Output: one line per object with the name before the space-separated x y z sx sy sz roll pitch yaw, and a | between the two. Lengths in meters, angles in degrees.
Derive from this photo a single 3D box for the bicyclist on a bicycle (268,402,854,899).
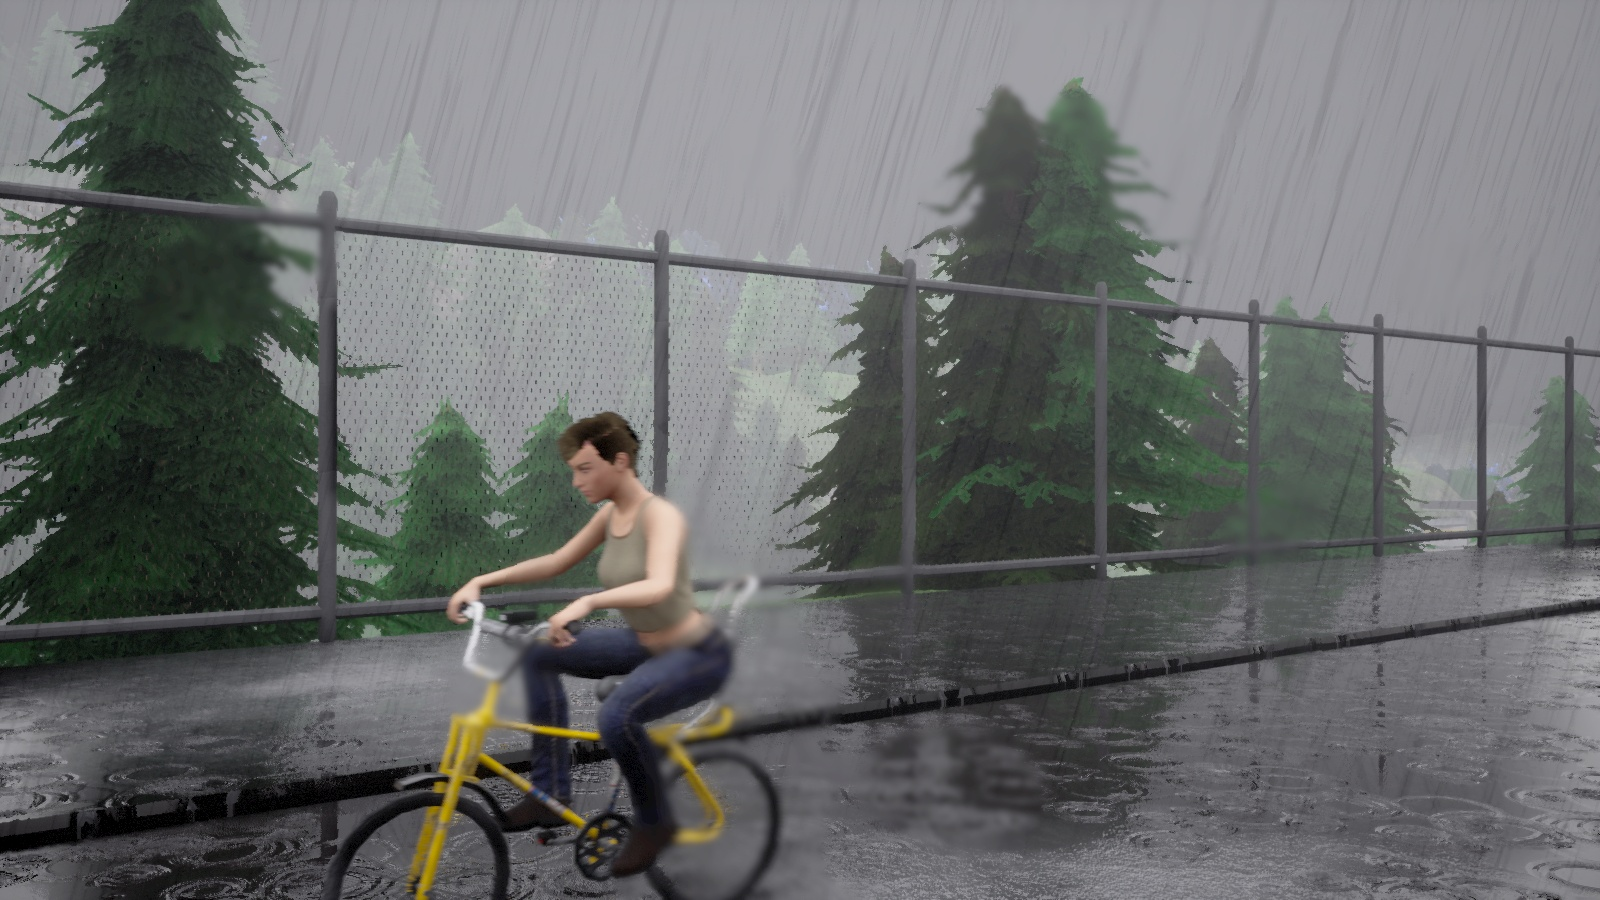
bicyclist on a bicycle | -0.701 0.692 3.779 1.509 1.612 0.866 0 0 -35
